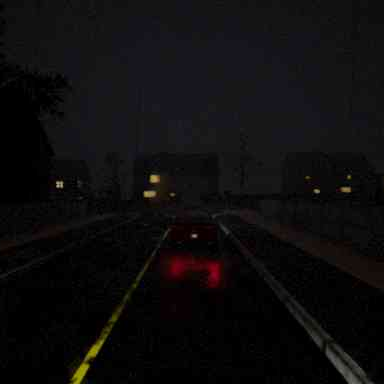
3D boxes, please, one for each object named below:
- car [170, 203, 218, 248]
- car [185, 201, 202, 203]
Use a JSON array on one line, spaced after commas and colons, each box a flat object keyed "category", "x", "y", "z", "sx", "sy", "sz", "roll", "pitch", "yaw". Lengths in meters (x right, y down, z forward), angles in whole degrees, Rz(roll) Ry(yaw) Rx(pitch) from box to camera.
[{"category": "car", "x": 0.092, "y": 1.463, "z": 14.802, "sx": 1.882, "sy": 1.535, "sz": 5.008, "roll": 0, "pitch": 0, "yaw": 0}, {"category": "car", "x": 0.136, "y": 1.491, "z": 26.576, "sx": 1.837, "sy": 1.490, "sz": 4.892, "roll": 0, "pitch": 0, "yaw": 2}]
